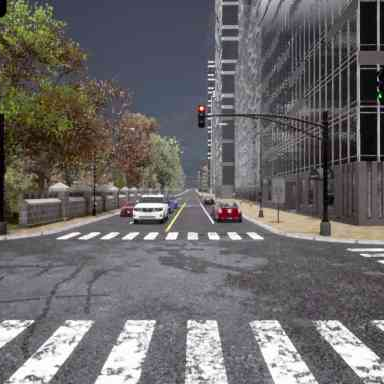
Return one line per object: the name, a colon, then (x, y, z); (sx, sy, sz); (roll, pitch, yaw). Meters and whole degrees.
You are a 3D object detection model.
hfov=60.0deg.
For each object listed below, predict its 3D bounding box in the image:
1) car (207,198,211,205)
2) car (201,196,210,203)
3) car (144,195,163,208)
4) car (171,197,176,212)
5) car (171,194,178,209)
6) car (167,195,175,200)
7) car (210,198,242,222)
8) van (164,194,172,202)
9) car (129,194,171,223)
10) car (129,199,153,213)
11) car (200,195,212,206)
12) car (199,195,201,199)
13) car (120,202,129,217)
car: (2.757, 1.568, 31.722); (1.947, 1.339, 4.313); (0, 0, 0)
car: (2.841, 1.506, 71.664); (1.752, 1.417, 4.829); (0, 0, 0)
car: (-5.587, 1.316, 48.786); (2.192, 1.841, 5.009); (0, 0, 0)
car: (-3.024, 1.528, 35.675); (1.812, 1.442, 4.674); (0, 0, 0)
car: (-2.994, 1.354, 45.885); (2.097, 1.767, 4.553); (0, 0, 0)
car: (-5.504, 1.531, 88.569); (1.802, 1.307, 4.206); (0, 0, 0)
car: (2.746, 1.442, 26.042); (1.967, 1.590, 4.097); (0, 0, 0)
van: (-5.527, 1.313, 77.202); (1.690, 1.788, 3.998); (0, 0, 0)
car: (-3.050, 1.223, 25.521); (2.150, 2.045, 5.566); (0, 0, 0)
car: (-5.612, 1.553, 37.420); (2.008, 1.369, 4.403); (0, 0, 0)
car: (2.805, 1.564, 54.447); (1.947, 1.339, 4.313); (0, 0, 0)
car: (2.817, 1.434, 60.128); (1.967, 1.590, 4.097); (0, 0, 0)
car: (-5.624, 1.547, 31.737); (1.887, 1.381, 4.507); (0, 0, 0)
